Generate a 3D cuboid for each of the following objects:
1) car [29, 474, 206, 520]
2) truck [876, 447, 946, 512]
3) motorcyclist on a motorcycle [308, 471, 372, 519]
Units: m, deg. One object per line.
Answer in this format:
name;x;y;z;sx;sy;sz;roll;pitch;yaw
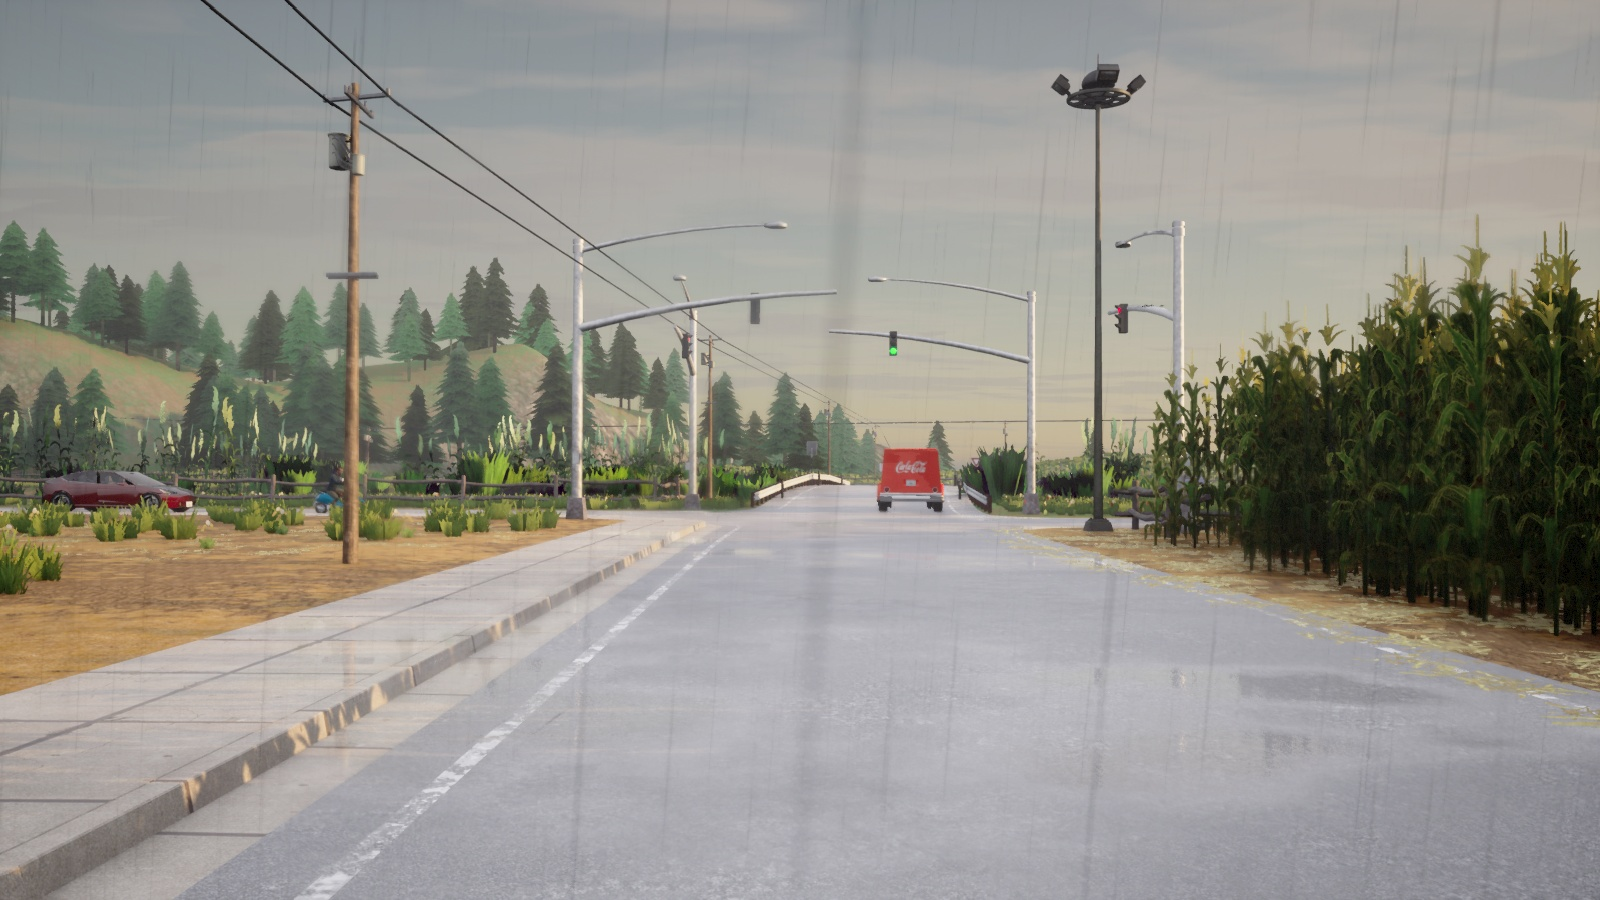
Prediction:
car;-22.884;1.579;42.235;4.792;1.488;2.163;0;-1;3
truck;4.416;1.118;50.352;2.627;2.467;5.204;0;0;4
motorcyclist on a motorcycle;-15.328;1.496;41.867;1.817;1.590;0.866;0;-1;3
